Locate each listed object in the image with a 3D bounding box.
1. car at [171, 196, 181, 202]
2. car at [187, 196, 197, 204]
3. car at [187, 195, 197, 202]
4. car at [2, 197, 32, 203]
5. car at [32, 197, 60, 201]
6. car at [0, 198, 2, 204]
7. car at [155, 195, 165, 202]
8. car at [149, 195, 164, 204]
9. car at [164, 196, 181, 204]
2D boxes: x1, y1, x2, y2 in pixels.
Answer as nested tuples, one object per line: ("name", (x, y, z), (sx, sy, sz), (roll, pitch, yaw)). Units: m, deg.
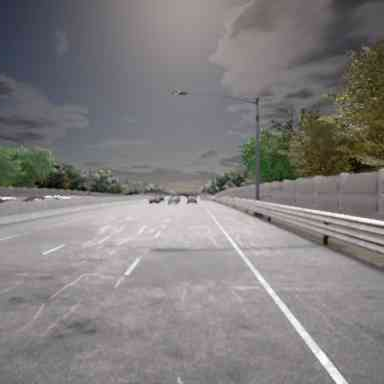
("car", (-3.495, 1.487, 72.769), (1.994, 1.385, 4.181), (0, 0, 0))
("car", (0.004, 1.508, 62.765), (1.812, 1.442, 4.674), (0, 0, 0))
("car", (0.005, 1.475, 72.769), (2.033, 1.411, 5.357), (0, 0, 0))
("car", (-21.061, 1.337, 41.461), (1.882, 1.535, 5.008), (0, 0, 0))
("car", (-17.561, 1.385, 41.415), (1.812, 1.442, 4.674), (0, 0, 0))
("car", (-24.558, 1.406, 40.993), (2.033, 1.411, 5.357), (0, 0, 1))
("car", (-6.995, 1.435, 72.770), (1.837, 1.490, 4.892), (0, 0, 0))
("car", (-6.996, 1.583, 62.795), (1.895, 1.301, 4.718), (0, 0, 0))
("car", (-3.496, 1.526, 62.315), (2.033, 1.411, 5.357), (0, 0, 0))
